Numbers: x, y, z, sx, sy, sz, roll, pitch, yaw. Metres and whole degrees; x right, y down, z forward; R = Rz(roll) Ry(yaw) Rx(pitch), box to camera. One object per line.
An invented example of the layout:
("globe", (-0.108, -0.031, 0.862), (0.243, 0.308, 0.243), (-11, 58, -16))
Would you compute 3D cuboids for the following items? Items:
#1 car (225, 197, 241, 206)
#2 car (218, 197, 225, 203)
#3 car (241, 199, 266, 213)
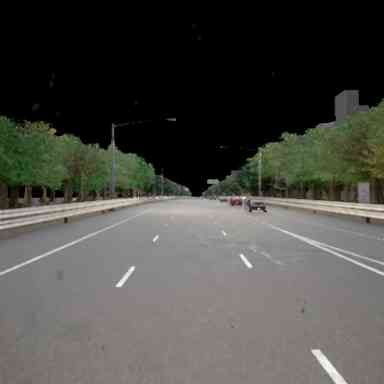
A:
("car", (7.054, 1.518, 54.326), (1.882, 1.535, 5.008), (0, 0, 0))
("car", (7.156, 1.797, 76.889), (1.895, 1.301, 4.718), (0, -1, 0))
("car", (7.014, 1.508, 37.228), (1.837, 1.490, 4.892), (0, 0, 0))
